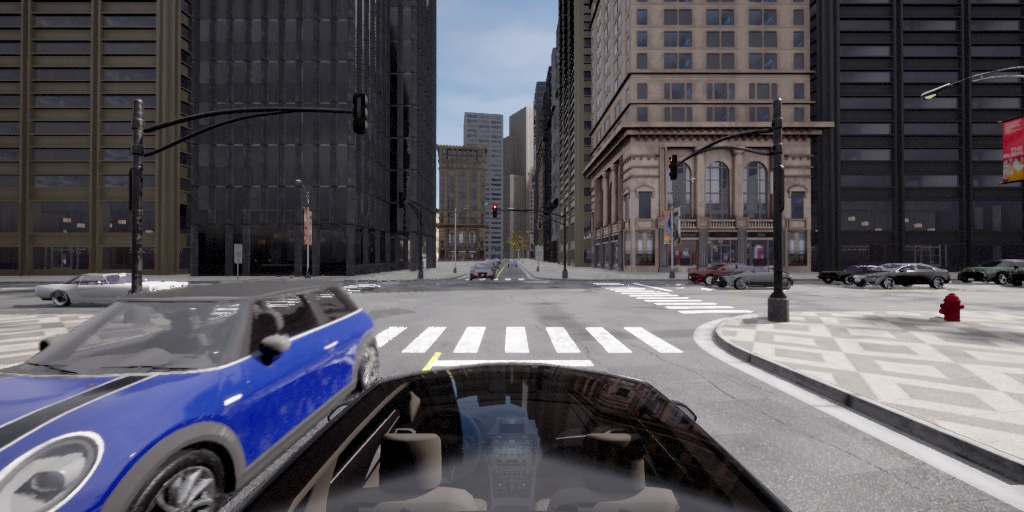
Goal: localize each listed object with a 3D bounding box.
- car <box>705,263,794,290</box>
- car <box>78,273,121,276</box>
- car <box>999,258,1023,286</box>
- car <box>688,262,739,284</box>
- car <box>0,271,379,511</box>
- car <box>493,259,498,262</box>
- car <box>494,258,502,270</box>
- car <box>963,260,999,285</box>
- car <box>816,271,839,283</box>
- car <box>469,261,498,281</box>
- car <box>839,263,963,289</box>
[{"bbox_3d":[14.467,1.279,21.696,4.181,1.385,1.994,0,0,0],"label":"car"},{"bbox_3d":[-16.383,1.366,14.952,4.718,1.301,1.895,0,0,0],"label":"car"},{"bbox_3d":[33.338,1.021,21.716,4.553,1.767,2.097,0,0,0],"label":"car"},{"bbox_3d":[14.892,1.215,24.952,5.008,1.535,1.882,0,0,0],"label":"car"},{"bbox_3d":[-3.102,1.104,3.639,2.097,1.767,4.553,0,0,0],"label":"car"},{"bbox_3d":[-3.080,1.372,44.237,1.994,1.385,4.181,0,0,0],"label":"car"},{"bbox_3d":[-3.086,1.402,56.436,1.994,1.385,4.181,0,0,0],"label":"car"},{"bbox_3d":[34.203,1.043,24.966,4.553,1.767,2.097,0,0,0],"label":"car"},{"bbox_3d":[24.237,1.315,24.965,4.718,1.301,1.895,0,0,0],"label":"car"},{"bbox_3d":[-2.592,1.343,30.388,1.994,1.385,4.181,0,0,-8],"label":"car"},{"bbox_3d":[23.379,1.184,21.710,4.902,1.511,2.128,0,0,0],"label":"car"}]
